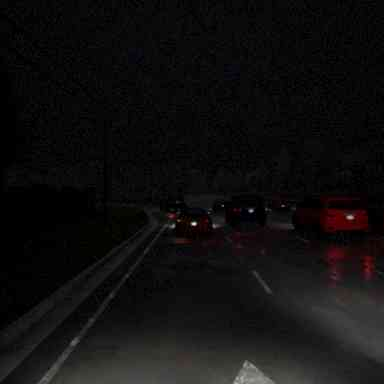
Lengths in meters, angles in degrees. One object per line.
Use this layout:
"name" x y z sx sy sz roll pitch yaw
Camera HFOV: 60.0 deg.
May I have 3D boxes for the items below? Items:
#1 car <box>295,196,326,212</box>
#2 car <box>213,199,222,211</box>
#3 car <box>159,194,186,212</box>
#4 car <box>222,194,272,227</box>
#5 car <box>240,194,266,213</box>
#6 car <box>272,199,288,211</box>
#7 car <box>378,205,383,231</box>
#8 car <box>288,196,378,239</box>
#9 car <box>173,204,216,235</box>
"car" 14.098 1.379 39.844 2.097 1.767 4.553 0 0 0
"car" 3.597 1.589 40.889 1.994 1.385 4.181 0 0 0
"car" -2.349 1.244 39.080 2.150 2.045 5.566 0 0 -17
"car" 3.588 1.237 22.994 2.150 2.045 5.566 0 0 0
"car" 7.097 1.247 39.309 2.150 2.045 5.566 0 0 0
"car" 10.597 1.591 40.731 1.994 1.385 4.181 0 0 0
"car" 10.599 1.491 19.422 1.882 1.535 5.008 0 0 0
"car" 7.099 1.233 17.592 2.150 2.045 5.566 0 0 0
"car" 0.099 1.576 18.758 1.994 1.385 4.181 0 0 0
